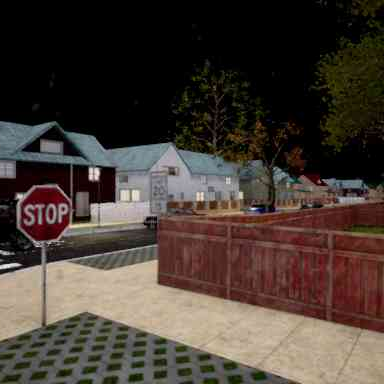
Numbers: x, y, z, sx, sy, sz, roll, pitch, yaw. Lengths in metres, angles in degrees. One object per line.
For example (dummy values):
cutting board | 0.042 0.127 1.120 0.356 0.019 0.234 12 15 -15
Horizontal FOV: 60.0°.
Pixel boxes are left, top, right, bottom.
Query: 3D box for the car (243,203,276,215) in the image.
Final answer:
car | 6.744 1.832 32.698 1.812 1.442 4.674 0 -1 37

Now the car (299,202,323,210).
car | 16.379 2.008 45.378 2.033 1.411 5.357 0 0 37

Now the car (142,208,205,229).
car | -1.113 1.782 22.261 1.895 1.301 4.718 0 0 37

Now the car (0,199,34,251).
car | -8.174 1.287 12.220 2.150 2.045 5.566 0 -1 31
